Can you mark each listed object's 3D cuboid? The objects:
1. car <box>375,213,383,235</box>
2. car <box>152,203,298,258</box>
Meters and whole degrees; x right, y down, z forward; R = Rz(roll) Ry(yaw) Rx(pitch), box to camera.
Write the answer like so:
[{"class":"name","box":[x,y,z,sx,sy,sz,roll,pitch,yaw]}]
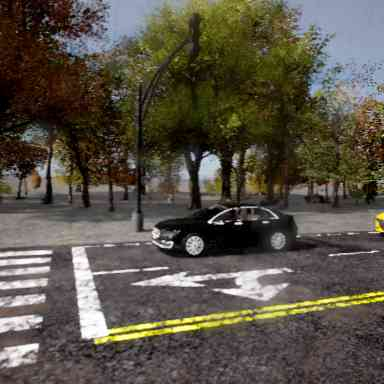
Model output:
[{"class":"car","box":[10.325,1.171,14.448,5.008,1.535,1.882,0,2,-21]},{"class":"car","box":[1.144,1.130,10.926,4.892,1.490,1.837,0,2,-21]}]
